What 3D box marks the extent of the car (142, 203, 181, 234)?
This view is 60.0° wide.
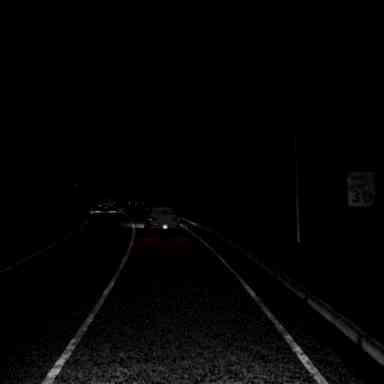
[{"bbox_3d":[-1.770,1.569,19.431,1.812,1.442,4.674,1,0,-10],"label":"car"}]

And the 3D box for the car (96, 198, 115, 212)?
[{"bbox_3d":[-10.071,1.456,38.702,1.812,1.442,4.674,1,0,-17],"label":"car"}]

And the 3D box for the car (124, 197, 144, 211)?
[{"bbox_3d":[-7.015,1.358,40.296,2.097,1.767,4.553,1,0,-17],"label":"car"}]
